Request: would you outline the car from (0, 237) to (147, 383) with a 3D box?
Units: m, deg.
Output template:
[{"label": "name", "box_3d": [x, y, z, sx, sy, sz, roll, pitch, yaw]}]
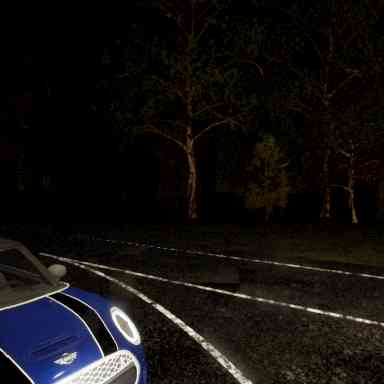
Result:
[{"label": "car", "box_3d": [-2.666, 1.338, 3.771, 4.553, 1.767, 2.097, 1, 0, 35]}]
